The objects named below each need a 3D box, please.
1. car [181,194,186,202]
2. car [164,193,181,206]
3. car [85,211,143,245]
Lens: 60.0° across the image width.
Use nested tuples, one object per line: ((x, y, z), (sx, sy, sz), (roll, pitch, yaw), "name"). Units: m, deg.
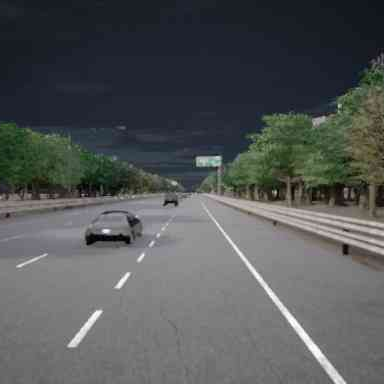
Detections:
((-3.179, 1.546, 79.474), (2.033, 1.411, 5.357), (0, 0, 0), "car")
((-3.355, 1.241, 54.350), (2.150, 2.045, 5.566), (0, 0, 0), "car")
((-3.491, 1.569, 15.559), (1.994, 1.385, 4.181), (0, 0, 0), "car")
